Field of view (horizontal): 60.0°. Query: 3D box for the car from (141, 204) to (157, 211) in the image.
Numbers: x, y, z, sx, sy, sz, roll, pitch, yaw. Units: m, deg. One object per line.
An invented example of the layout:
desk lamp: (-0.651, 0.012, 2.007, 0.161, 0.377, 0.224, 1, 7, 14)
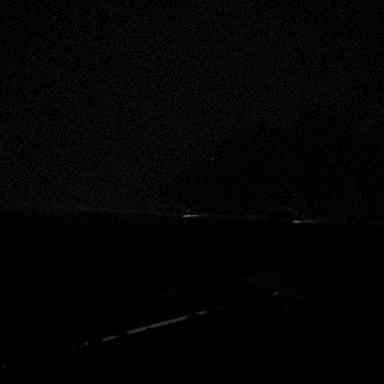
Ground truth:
car: (-9.300, 3.319, 71.263, 1.882, 1.535, 5.008, 1, -2, -33)

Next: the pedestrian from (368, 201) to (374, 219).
pedestrian: (18.993, 1.882, 35.338, 0.375, 1.860, 0.375, -2, 1, -33)

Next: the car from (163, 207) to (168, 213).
car: (-3.819, 3.244, 62.886, 1.812, 1.442, 4.674, 1, -2, -33)

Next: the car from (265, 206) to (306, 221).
car: (9.876, 2.231, 35.389, 1.812, 1.442, 4.674, 1, -2, -33)

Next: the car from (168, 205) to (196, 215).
car: (-1.314, 2.887, 52.505, 1.837, 1.490, 4.892, 1, -2, -33)
